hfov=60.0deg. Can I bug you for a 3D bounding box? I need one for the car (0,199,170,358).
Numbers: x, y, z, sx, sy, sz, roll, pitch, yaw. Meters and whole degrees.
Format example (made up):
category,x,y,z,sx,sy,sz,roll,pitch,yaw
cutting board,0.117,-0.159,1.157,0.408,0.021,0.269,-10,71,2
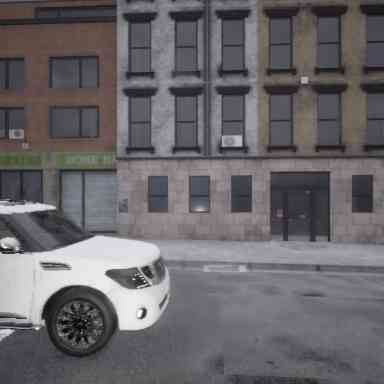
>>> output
category,x,y,z,sx,sy,sz,roll,pitch,yaw
car,-3.168,1.154,5.549,5.566,2.045,2.150,1,0,3
